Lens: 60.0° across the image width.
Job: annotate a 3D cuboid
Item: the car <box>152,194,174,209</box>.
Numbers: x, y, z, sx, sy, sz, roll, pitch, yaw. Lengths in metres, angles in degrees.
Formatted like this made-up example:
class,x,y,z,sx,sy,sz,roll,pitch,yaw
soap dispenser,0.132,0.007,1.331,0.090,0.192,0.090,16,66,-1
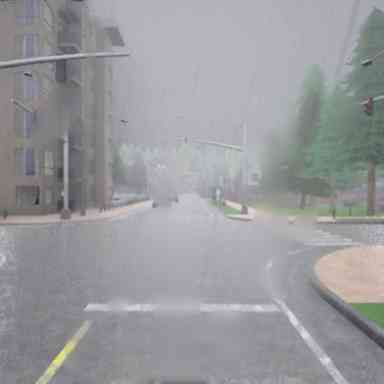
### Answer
class,x,y,z,sx,sy,sz,roll,pitch,yaw
car,-3.585,1.305,39.678,1.994,1.385,4.181,0,0,0

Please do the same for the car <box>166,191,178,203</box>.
class,x,y,z,sx,sy,sz,roll,pitch,yaw
car,-3.534,0.846,57.791,2.150,2.045,5.566,0,0,1
